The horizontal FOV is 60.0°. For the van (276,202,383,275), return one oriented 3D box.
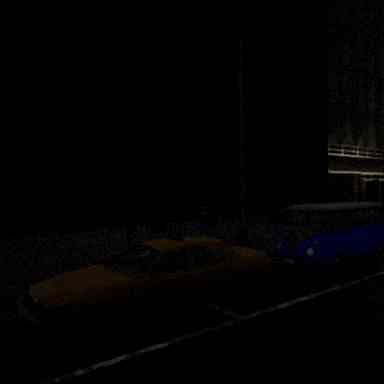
[{"bbox_3d":[4.149,1.197,9.628,3.998,1.788,1.690,-1,1,-36],"label":"van"}]

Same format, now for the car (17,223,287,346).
[{"bbox_3d":[-0.546,1.475,6.265,4.829,1.417,1.752,-1,1,-36],"label":"car"}]
